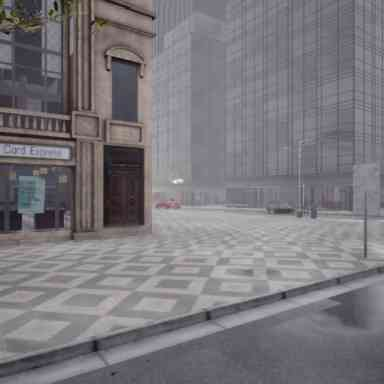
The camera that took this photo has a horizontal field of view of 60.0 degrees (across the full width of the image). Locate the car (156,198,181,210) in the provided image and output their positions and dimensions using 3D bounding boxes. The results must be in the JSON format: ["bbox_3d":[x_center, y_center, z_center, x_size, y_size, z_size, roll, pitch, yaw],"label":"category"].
[{"bbox_3d":[-4.043,1.954,55.753,2.150,2.045,5.566,0,-1,-35],"label":"car"}]

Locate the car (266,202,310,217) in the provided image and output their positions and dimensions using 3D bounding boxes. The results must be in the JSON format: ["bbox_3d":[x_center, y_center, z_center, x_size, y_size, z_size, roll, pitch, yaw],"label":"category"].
[{"bbox_3d":[10.150,1.835,35.507,2.128,1.511,4.902,0,-1,-35],"label":"car"}]
